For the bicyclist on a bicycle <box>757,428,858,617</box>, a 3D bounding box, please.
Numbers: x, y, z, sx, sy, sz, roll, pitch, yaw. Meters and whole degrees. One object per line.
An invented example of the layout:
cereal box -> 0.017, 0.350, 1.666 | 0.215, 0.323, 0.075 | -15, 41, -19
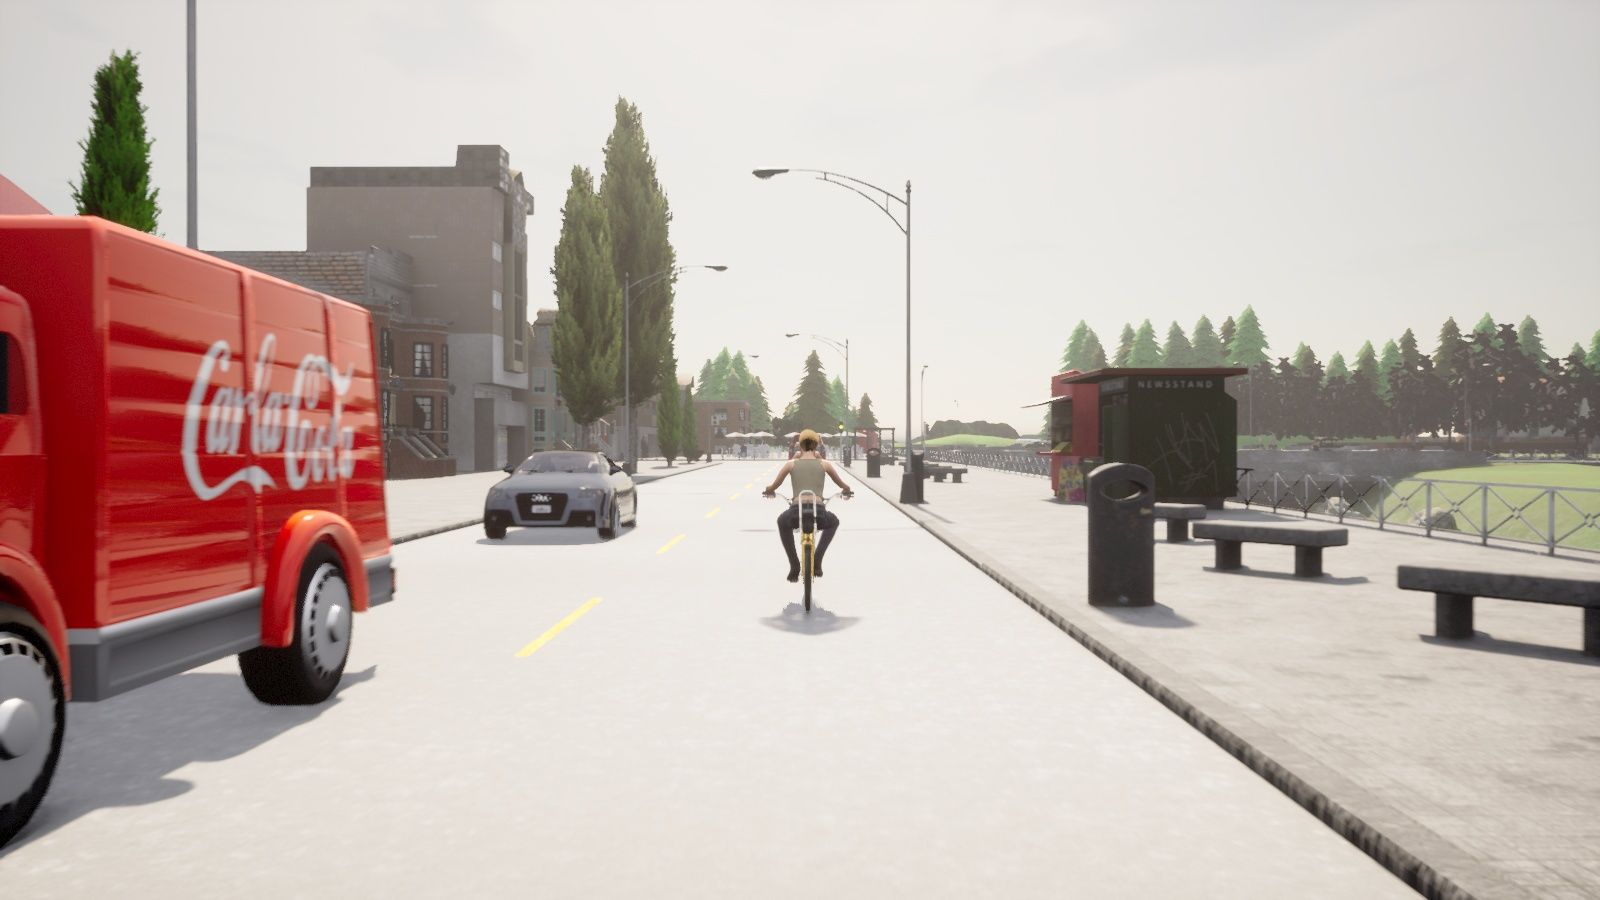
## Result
bicyclist on a bicycle -> 0.074, 0.618, 11.492 | 0.866, 1.612, 1.509 | 0, 0, 1

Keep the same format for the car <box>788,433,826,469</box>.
car -> 0.426, 0.047, 74.269 | 2.150, 2.045, 5.566 | 0, 0, 0

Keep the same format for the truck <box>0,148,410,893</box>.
truck -> -3.951, 0.224, 5.844 | 2.627, 2.467, 5.204 | 0, 0, 0

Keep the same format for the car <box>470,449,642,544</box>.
car -> -3.870, 0.691, 20.679 | 1.994, 1.385, 4.181 | 0, 0, 0
